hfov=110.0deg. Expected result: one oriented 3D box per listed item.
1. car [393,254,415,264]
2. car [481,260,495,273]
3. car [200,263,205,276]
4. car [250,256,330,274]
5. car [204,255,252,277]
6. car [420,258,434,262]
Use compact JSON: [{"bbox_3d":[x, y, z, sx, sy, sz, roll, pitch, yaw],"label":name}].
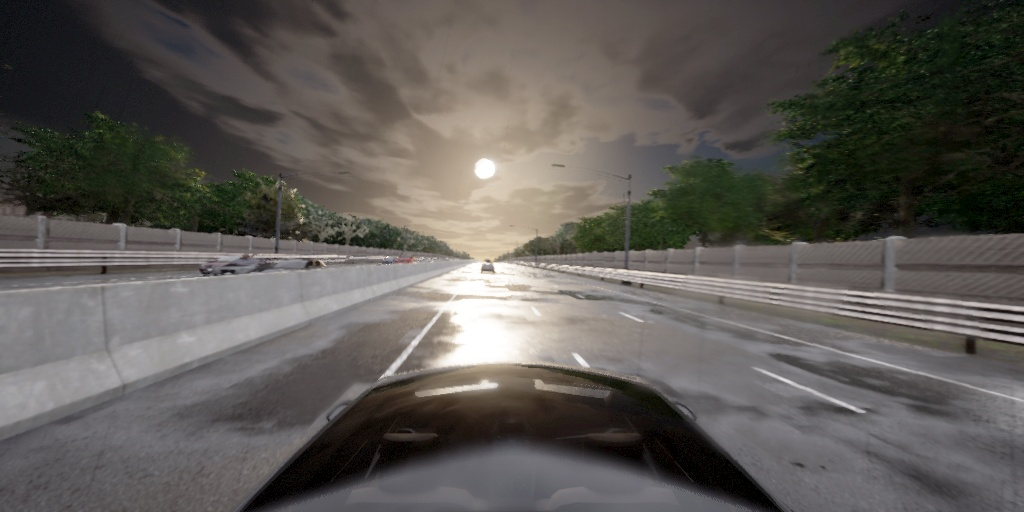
[{"bbox_3d":[-18.282,0.750,62.203,2.150,2.045,5.566,3,0,-4],"label":"car"},{"bbox_3d":[-3.421,1.609,50.930,1.994,1.385,4.181,3,-1,-3],"label":"car"},{"bbox_3d":[-19.213,0.619,24.981,1.812,1.442,4.674,3,-1,-4],"label":"car"},{"bbox_3d":[-11.852,0.878,19.935,1.837,1.490,4.892,3,0,-4],"label":"car"},{"bbox_3d":[-15.453,0.791,21.320,1.994,1.385,4.181,3,-1,-4],"label":"car"},{"bbox_3d":[-14.817,1.152,62.553,2.128,1.511,4.902,3,0,-4],"label":"car"}]
